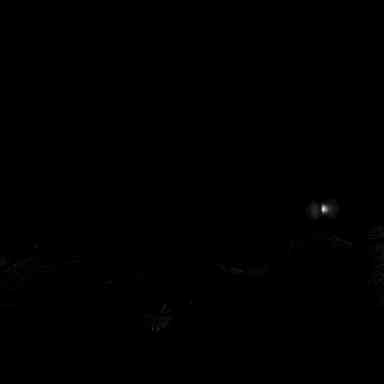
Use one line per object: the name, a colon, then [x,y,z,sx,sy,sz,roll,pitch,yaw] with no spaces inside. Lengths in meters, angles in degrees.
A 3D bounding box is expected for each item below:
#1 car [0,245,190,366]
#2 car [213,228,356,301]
car: [-2.032,1.566,5.087,4.313,1.339,1.947,0,0,-35]
car: [2.448,1.582,8.280,4.206,1.307,1.802,0,0,-35]
